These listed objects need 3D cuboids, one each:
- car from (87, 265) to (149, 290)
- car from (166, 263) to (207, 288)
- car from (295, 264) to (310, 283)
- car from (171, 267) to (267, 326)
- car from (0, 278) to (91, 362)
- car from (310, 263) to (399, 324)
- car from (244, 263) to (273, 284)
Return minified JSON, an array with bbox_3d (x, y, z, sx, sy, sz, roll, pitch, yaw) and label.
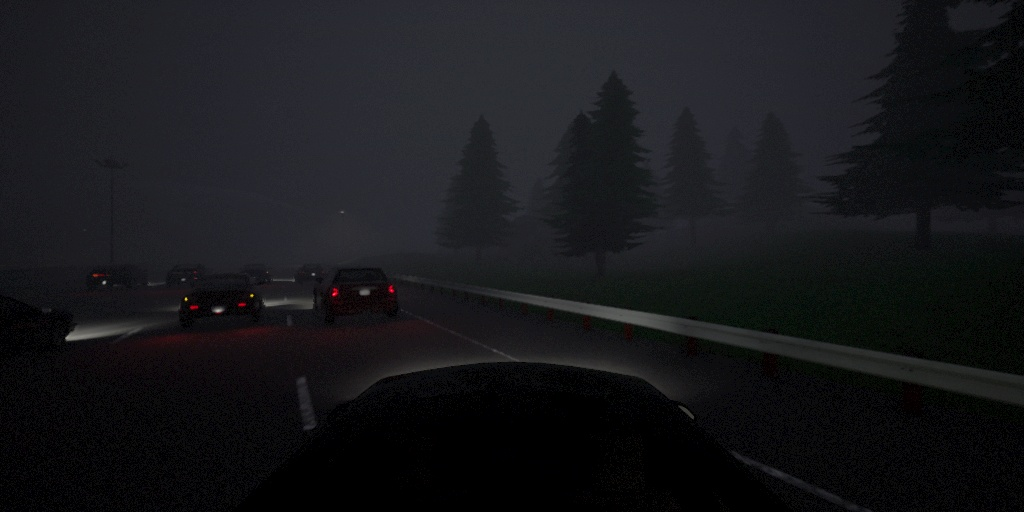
[{"bbox_3d":[-24.758,1.270,22.641,1.837,1.490,4.892,0,0,-33],"label":"car"},{"bbox_3d":[-21.497,1.245,24.049,2.128,1.511,4.902,0,0,-33],"label":"car"},{"bbox_3d":[-15.438,1.294,27.574,1.994,1.385,4.181,0,0,-33],"label":"car"},{"bbox_3d":[-9.294,1.276,11.743,1.812,1.442,4.674,0,0,-33],"label":"car"},{"bbox_3d":[-9.608,1.313,5.859,2.033,1.411,5.357,0,0,-33],"label":"car"},{"bbox_3d":[-5.481,1.091,12.326,2.097,1.767,4.553,0,0,-33],"label":"car"},{"bbox_3d":[-18.923,1.267,26.484,1.812,1.442,4.674,0,0,-33],"label":"car"}]
